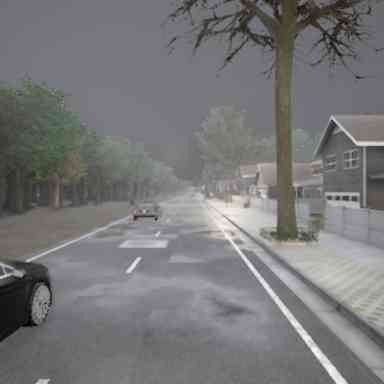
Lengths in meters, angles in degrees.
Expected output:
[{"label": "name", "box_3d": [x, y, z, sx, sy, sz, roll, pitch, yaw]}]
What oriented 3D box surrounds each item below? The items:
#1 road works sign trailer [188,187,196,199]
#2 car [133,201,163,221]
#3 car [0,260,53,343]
[{"label": "road works sign trailer", "box_3d": [-0.016, 0.150, 94.931, 2.380, 3.560, 2.880, 0, 0, 0]}, {"label": "car", "box_3d": [-3.402, 1.436, 26.182, 2.033, 1.411, 5.357, 0, 0, 0]}, {"label": "car", "box_3d": [-3.399, 1.476, 4.031, 2.128, 1.511, 4.902, 0, 0, 0]}]
